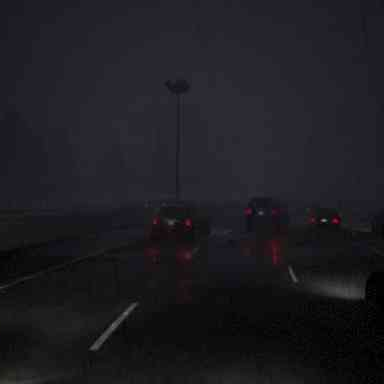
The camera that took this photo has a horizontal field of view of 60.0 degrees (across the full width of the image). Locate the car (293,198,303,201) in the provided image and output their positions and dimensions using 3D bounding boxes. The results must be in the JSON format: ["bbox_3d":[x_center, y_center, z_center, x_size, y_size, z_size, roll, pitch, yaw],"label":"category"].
[{"bbox_3d":[24.800,1.953,73.792,4.674,1.442,1.812,0,0,-33],"label":"car"}]

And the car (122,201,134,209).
[{"bbox_3d":[-8.019,1.867,48.903,1.895,1.301,4.718,0,0,36],"label":"car"}]

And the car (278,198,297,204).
[{"bbox_3d":[21.862,2.056,76.065,4.181,1.385,1.994,0,0,-33],"label":"car"}]

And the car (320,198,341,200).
[{"bbox_3d":[28.927,1.866,68.124,4.674,1.442,1.812,0,0,-33],"label":"car"}]

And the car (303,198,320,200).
[{"bbox_3d":[26.690,1.958,70.847,5.357,1.411,2.033,0,0,-33],"label":"car"}]

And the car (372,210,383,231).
[{"bbox_3d":[11.072,1.678,18.088,1.812,1.442,4.674,0,0,21],"label":"car"}]

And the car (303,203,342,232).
[{"bbox_3d":[8.602,1.711,21.445,2.033,1.411,5.357,0,0,23],"label":"car"}]

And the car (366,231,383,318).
[{"bbox_3d":[4.070,1.569,4.501,1.812,1.442,4.674,0,0,7],"label":"car"}]

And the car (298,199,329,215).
[{"bbox_3d":[13.276,1.834,36.235,1.994,1.385,4.181,0,0,36],"label":"car"}]

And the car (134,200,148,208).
[{"bbox_3d":[-5.345,1.768,46.581,1.837,1.490,4.892,0,-1,36],"label":"car"}]

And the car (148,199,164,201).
[{"bbox_3d":[-3.145,1.605,43.571,2.097,1.767,4.553,0,0,35],"label":"car"}]

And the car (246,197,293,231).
[{"bbox_3d":[5.075,1.372,21.958,2.150,2.045,5.566,0,-1,22],"label":"car"}]

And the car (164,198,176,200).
[{"bbox_3d":[-0.978,1.748,40.572,1.837,1.490,4.892,0,-1,33],"label":"car"}]

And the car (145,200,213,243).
[{"bbox_3d":[-0.360,1.453,16.958,2.097,1.767,4.553,0,0,16],"label":"car"}]
